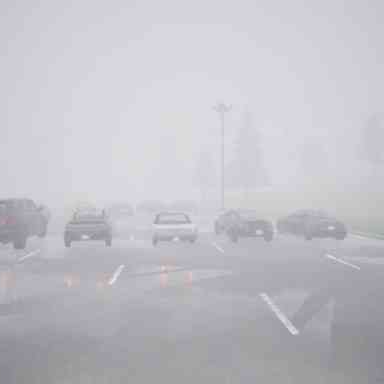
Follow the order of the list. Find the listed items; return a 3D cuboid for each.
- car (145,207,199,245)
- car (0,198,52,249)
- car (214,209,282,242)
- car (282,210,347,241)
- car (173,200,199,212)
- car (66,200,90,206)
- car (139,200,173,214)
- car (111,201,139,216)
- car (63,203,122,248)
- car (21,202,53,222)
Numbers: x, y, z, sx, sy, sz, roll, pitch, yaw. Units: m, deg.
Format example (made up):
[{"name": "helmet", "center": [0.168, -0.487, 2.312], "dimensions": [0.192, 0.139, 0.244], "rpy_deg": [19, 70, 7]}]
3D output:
[{"name": "car", "center": [-1.032, 1.616, 15.639], "dimensions": [1.895, 1.301, 4.718], "rpy_deg": [0, 0, -10]}, {"name": "car", "center": [-7.921, 1.257, 14.396], "dimensions": [2.150, 2.045, 5.566], "rpy_deg": [0, 0, -10]}, {"name": "car", "center": [2.418, 1.533, 16.230], "dimensions": [1.812, 1.442, 4.674], "rpy_deg": [0, 0, -10]}, {"name": "car", "center": [5.862, 1.572, 16.852], "dimensions": [1.994, 1.385, 4.181], "rpy_deg": [0, 0, -10]}, {"name": "car", "center": [-1.010, 1.533, 34.986], "dimensions": [1.812, 1.442, 4.674], "rpy_deg": [0, 0, -31]}, {"name": "car", "center": [-9.983, 1.485, 29.533], "dimensions": [1.882, 1.535, 5.008], "rpy_deg": [0, 0, -31]}, {"name": "car", "center": [-4.001, 1.533, 33.168], "dimensions": [1.812, 1.442, 4.674], "rpy_deg": [0, 0, -31]}, {"name": "car", "center": [-6.992, 1.572, 31.351], "dimensions": [1.994, 1.385, 4.181], "rpy_deg": [0, 0, -31]}, {"name": "car", "center": [-4.471, 1.495, 14.988], "dimensions": [2.128, 1.511, 4.902], "rpy_deg": [0, 0, -10]}, {"name": "car", "center": [-12.975, 1.572, 27.716], "dimensions": [1.994, 1.385, 4.181], "rpy_deg": [0, 0, -31]}]
